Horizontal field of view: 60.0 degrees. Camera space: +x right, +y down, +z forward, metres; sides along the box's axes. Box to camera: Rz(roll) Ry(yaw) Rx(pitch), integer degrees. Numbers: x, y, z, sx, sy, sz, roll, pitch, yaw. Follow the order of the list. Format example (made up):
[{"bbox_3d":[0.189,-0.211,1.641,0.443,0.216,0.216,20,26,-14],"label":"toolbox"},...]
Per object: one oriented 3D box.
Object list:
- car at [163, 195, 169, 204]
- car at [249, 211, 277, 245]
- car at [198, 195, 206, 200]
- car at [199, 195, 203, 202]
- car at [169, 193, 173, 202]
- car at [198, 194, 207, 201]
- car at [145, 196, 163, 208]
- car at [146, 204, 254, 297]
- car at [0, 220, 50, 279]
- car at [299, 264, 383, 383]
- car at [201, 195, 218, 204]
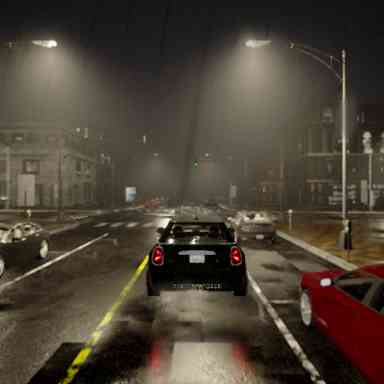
[{"bbox_3d":[-5.684,1.550,58.851,2.008,1.369,4.403,0,0,0],"label":"car"},{"bbox_3d":[2.695,1.550,15.404,2.008,1.369,4.403,0,0,0],"label":"car"},{"bbox_3d":[2.699,1.557,91.970,2.008,1.369,4.403,0,0,0],"label":"car"},{"bbox_3d":[2.697,1.581,58.837,1.802,1.307,4.206,0,0,0],"label":"car"},{"bbox_3d":[-5.682,1.440,69.895,1.967,1.590,4.097,0,0,0],"label":"car"},{"bbox_3d":[2.699,1.445,86.447,1.967,1.590,4.097,0,0,0],"label":"car"},{"bbox_3d":[-5.684,1.580,47.808,1.802,1.307,4.206,0,0,0],"label":"car"},{"bbox_3d":[0.099,1.352,8.744,2.097,1.767,4.553,0,0,0],"label":"car"},{"bbox_3d":[-5.686,1.550,9.730,2.008,1.369,4.403,0,0,0],"label":"car"},{"bbox_3d":[2.694,1.545,4.020,1.887,1.381,4.507,0,0,0],"label":"car"},{"bbox_3d":[2.696,1.565,47.794,1.947,1.339,4.313,0,0,0],"label":"car"}]
